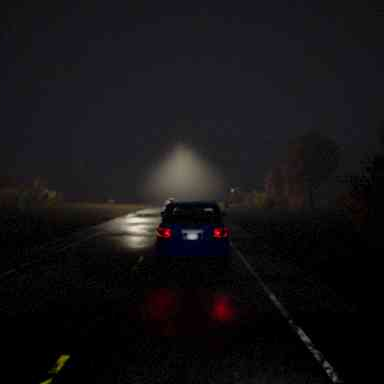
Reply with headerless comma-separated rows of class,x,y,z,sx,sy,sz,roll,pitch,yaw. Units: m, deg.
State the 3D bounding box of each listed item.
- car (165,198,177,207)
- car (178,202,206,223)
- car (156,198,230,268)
car,-3.538,1.833,57.101,1.812,1.442,4.674,0,0,0
car,0.058,1.633,27.669,2.128,1.511,4.902,0,0,1
car,0.037,1.282,11.607,2.150,2.045,5.566,0,0,1
